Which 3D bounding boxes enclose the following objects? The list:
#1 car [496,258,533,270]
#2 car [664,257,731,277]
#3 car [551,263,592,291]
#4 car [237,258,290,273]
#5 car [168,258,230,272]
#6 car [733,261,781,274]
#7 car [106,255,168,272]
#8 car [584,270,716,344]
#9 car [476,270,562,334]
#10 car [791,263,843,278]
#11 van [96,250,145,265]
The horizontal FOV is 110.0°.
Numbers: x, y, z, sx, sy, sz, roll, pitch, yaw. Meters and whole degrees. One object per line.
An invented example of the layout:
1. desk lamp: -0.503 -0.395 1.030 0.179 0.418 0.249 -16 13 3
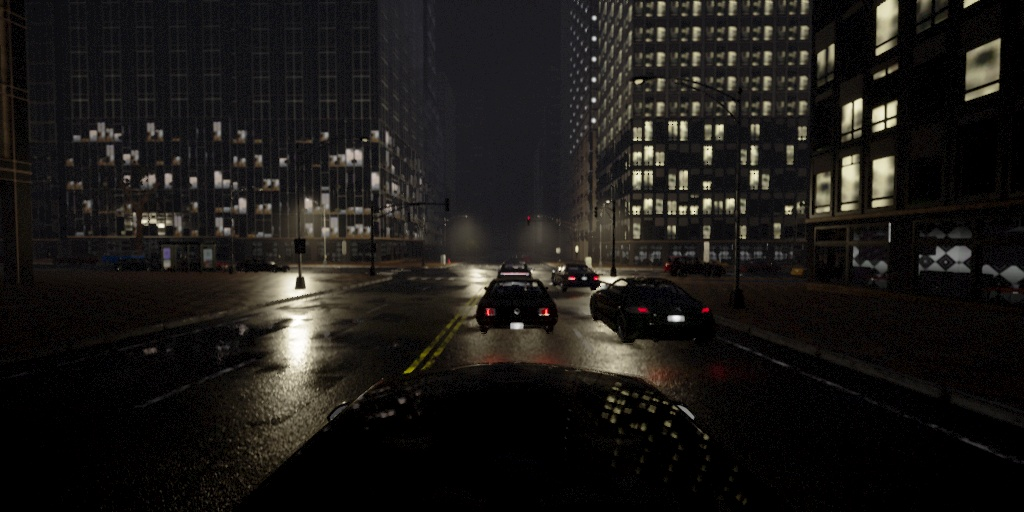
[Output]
1. car: 0.136 1.064 19.815 2.128 1.511 4.902 0 1 0
2. car: 16.254 0.986 32.148 5.009 1.841 2.192 0 0 1
3. car: 3.422 1.118 20.013 2.033 1.411 5.357 0 1 -3
4. car: -22.670 0.885 32.750 4.313 1.339 1.948 0 0 1
5. car: -28.354 0.849 32.894 4.207 1.307 1.802 0 0 1
6. car: 25.742 1.172 37.736 4.181 1.385 1.994 0 1 1
7. car: -34.034 0.778 33.078 4.313 1.339 1.948 0 0 1
8. car: 3.364 1.239 9.338 1.994 1.385 4.181 0 0 0
9. car: 0.118 1.268 10.299 1.895 1.301 4.718 0 1 0
10. car: 27.702 1.297 31.929 4.829 1.417 1.751 0 0 1
11. van: -45.208 0.233 41.758 3.998 1.789 1.690 0 0 1
